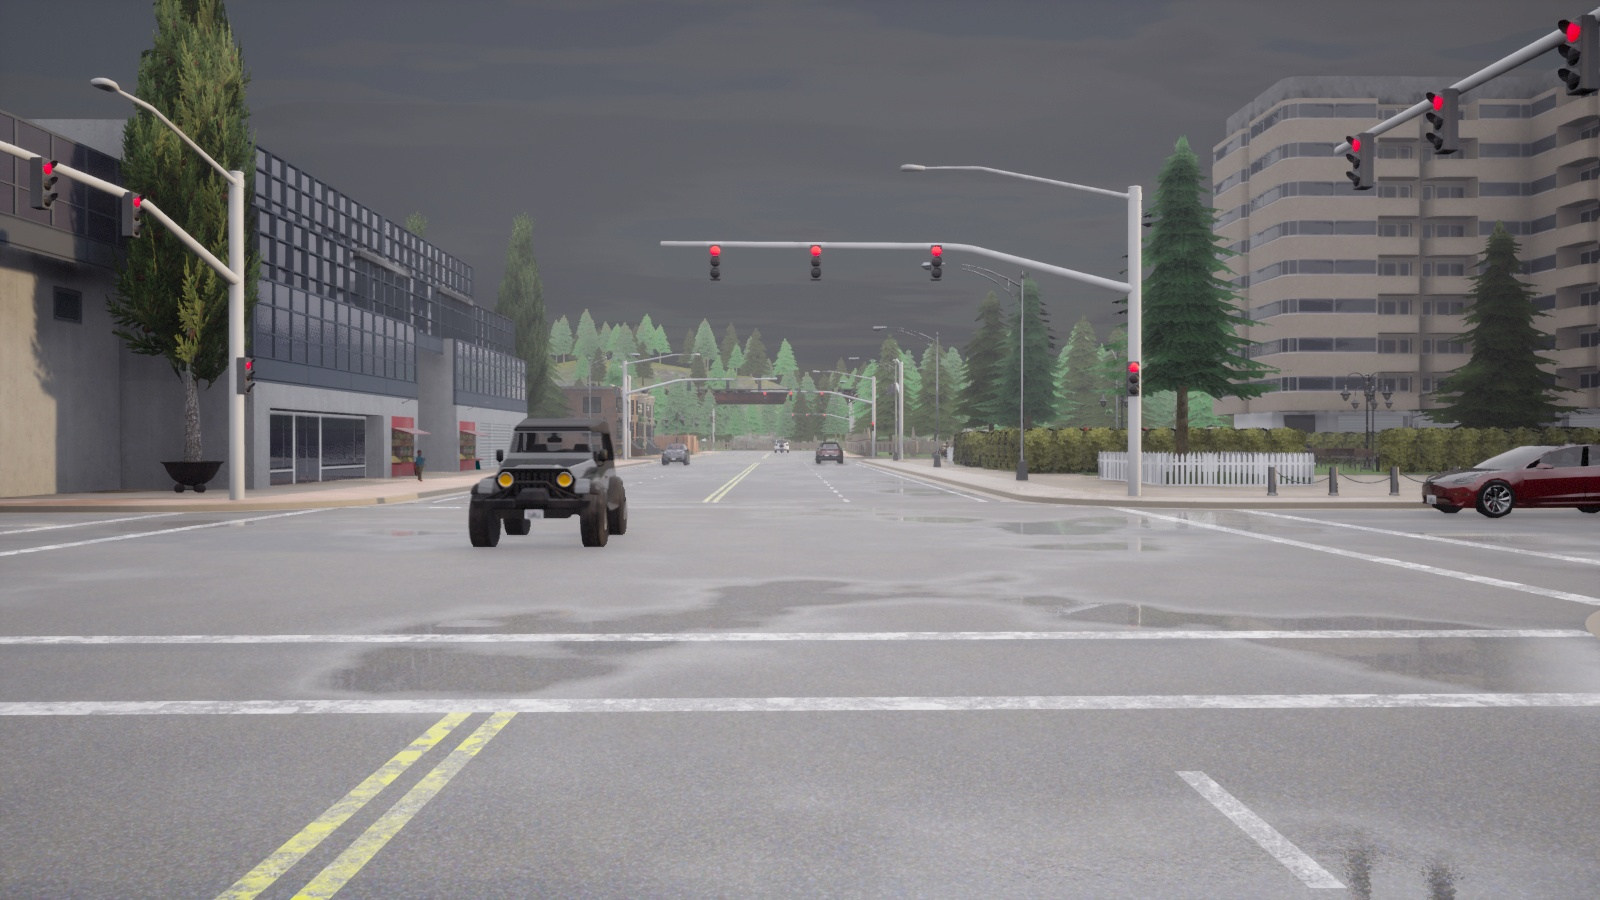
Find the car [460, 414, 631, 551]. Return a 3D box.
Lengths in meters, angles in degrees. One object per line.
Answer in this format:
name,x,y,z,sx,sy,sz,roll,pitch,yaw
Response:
car,-3.745,0.431,19.136,1.905,1.878,3.866,0,0,-1

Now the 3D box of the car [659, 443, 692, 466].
car,-8.284,0.281,83.668,1.845,1.501,3.633,0,0,-1

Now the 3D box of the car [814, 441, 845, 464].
car,2.115,0.165,90.991,2.033,1.649,4.856,0,0,-1

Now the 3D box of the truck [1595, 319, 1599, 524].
truck,19.204,-0.528,22.210,8.468,3.827,2.891,0,0,-1

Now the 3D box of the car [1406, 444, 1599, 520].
car,15.302,0.614,25.652,4.792,1.488,2.163,0,0,-1

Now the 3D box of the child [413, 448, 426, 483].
child,-13.094,0.530,43.247,0.343,1.192,0.448,0,0,-3
